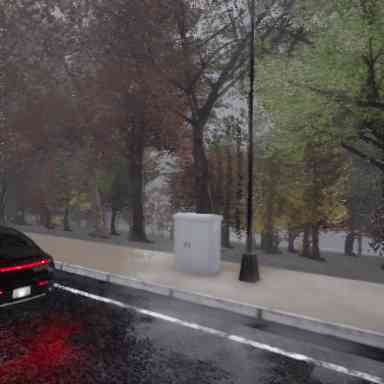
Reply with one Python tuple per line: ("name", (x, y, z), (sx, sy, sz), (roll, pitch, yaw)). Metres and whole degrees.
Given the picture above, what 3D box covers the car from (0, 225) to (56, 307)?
("car", (-4.917, 1.458, 7.185), (4.892, 1.490, 1.837), (1, 1, 36))
